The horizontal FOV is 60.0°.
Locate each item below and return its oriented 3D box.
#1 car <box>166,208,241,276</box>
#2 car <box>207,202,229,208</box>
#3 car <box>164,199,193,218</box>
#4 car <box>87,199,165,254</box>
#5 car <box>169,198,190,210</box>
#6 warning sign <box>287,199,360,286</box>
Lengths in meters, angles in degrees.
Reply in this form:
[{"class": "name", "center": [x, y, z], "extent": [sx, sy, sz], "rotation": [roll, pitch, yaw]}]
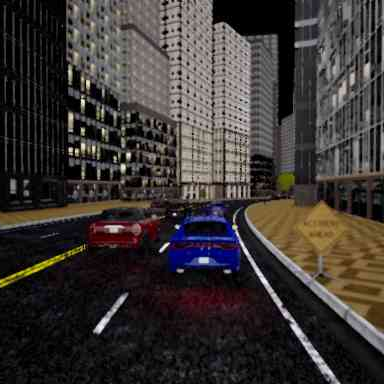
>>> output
[{"class": "car", "center": [0.433, 1.491, 10.494], "extent": [1.882, 1.535, 5.008], "rotation": [0, 0, 3]}, {"class": "car", "center": [2.299, 1.579, 29.911], "extent": [1.812, 1.442, 4.674], "rotation": [0, 0, 8]}, {"class": "car", "center": [-1.067, 1.546, 29.276], "extent": [1.837, 1.490, 4.892], "rotation": [0, 0, 8]}, {"class": "car", "center": [-2.600, 1.366, 13.823], "extent": [2.097, 1.767, 4.553], "rotation": [0, 0, 4]}, {"class": "car", "center": [-1.631, 1.638, 46.413], "extent": [1.994, 1.385, 4.181], "rotation": [0, 0, 12]}, {"class": "warning sign", "center": [3.050, 1.130, 7.886], "extent": [1.300, 1.860, 1.060], "rotation": [1, 1, 2]}]
